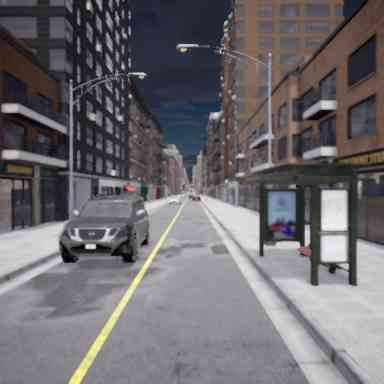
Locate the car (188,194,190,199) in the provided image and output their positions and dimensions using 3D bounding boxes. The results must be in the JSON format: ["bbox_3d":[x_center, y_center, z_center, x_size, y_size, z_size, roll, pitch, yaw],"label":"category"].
[{"bbox_3d":[0.006,1.172,90.281,1.812,1.442,4.674,0,0,0],"label":"car"}]

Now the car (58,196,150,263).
[{"bbox_3d":[-2.850,1.174,12.115,2.150,2.045,5.566,0,0,0],"label":"car"}]

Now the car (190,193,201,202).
[{"bbox_3d":[0.967,1.276,72.078,1.882,1.535,5.008,0,0,0],"label":"car"}]

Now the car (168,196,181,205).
[{"bbox_3d":[-2.802,1.352,54.500,1.812,1.442,4.674,0,0,1],"label":"car"}]
